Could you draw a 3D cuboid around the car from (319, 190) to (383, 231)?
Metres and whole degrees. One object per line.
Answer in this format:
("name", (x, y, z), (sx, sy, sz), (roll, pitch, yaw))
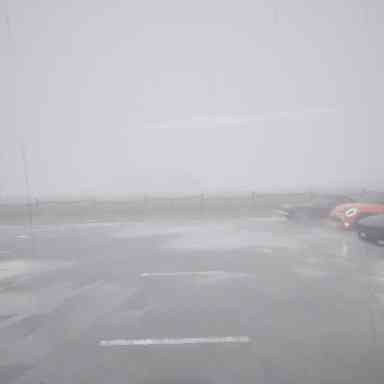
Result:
("car", (7.941, 0.686, 13.465), (4.553, 1.767, 2.097), (-2, 2, 0))

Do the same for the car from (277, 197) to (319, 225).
("car", (6.815, 0.871, 16.978), (4.718, 1.301, 1.895), (-2, 2, 0))

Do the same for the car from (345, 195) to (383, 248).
("car", (7.619, 0.922, 9.973), (5.008, 1.535, 1.882), (-2, 2, 0))
